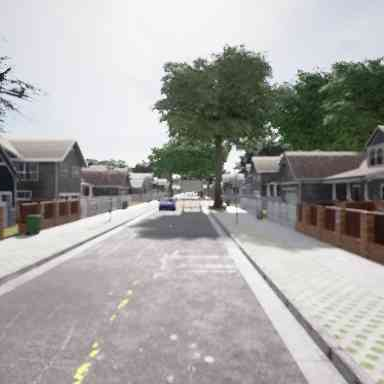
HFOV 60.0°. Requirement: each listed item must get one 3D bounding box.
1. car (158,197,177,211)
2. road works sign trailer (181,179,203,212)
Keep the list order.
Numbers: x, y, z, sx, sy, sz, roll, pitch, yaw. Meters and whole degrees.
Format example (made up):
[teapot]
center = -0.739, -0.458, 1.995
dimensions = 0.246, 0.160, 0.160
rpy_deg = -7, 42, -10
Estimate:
[car]
center = -2.846, 1.383, 39.300
dimensions = 1.882, 1.535, 5.008
rpy_deg = 0, 0, 0
[road works sign trailer]
center = 0.001, 0.378, 36.624
dimensions = 2.380, 3.560, 2.880
rpy_deg = 0, 0, 0
